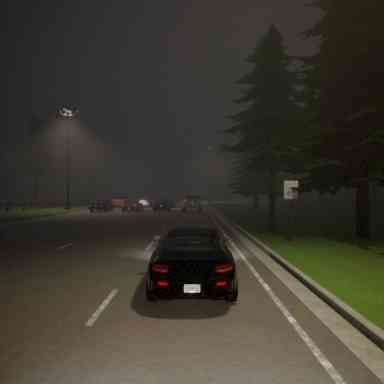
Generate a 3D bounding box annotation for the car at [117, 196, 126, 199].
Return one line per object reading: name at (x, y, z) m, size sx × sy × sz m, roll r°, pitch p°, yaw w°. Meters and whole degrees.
car at (-10.491, 1.342, 49.129) m, size 2.097 × 1.767 × 4.553 m, roll 0°, pitch 0°, yaw 0°

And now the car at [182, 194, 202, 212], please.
car at (0.007, 1.214, 38.767) m, size 2.150 × 2.045 × 5.566 m, roll 0°, pitch 0°, yaw 0°

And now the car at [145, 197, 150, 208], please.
car at (-6.991, 1.516, 49.158) m, size 1.812 × 1.442 × 4.674 m, roll 0°, pitch 0°, yaw 0°

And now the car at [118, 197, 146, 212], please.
car at (-6.993, 1.593, 39.185) m, size 1.895 × 1.301 × 4.718 m, roll 0°, pitch 0°, yaw 0°

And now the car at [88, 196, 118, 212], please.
car at (-10.493, 1.540, 38.739) m, size 2.033 × 1.411 × 5.357 m, roll 0°, pitch 0°, yaw 0°

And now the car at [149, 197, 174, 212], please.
car at (-3.493, 1.556, 39.154) m, size 1.994 × 1.385 × 4.181 m, roll 0°, pitch 0°, yaw 0°

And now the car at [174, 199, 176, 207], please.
car at (-3.491, 1.468, 49.157) m, size 1.882 × 1.535 × 5.008 m, roll 0°, pitch 0°, yaw 0°

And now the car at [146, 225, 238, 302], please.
car at (0.002, 1.524, 8.124) m, size 1.812 × 1.442 × 4.674 m, roll 0°, pitch 0°, yaw 0°
